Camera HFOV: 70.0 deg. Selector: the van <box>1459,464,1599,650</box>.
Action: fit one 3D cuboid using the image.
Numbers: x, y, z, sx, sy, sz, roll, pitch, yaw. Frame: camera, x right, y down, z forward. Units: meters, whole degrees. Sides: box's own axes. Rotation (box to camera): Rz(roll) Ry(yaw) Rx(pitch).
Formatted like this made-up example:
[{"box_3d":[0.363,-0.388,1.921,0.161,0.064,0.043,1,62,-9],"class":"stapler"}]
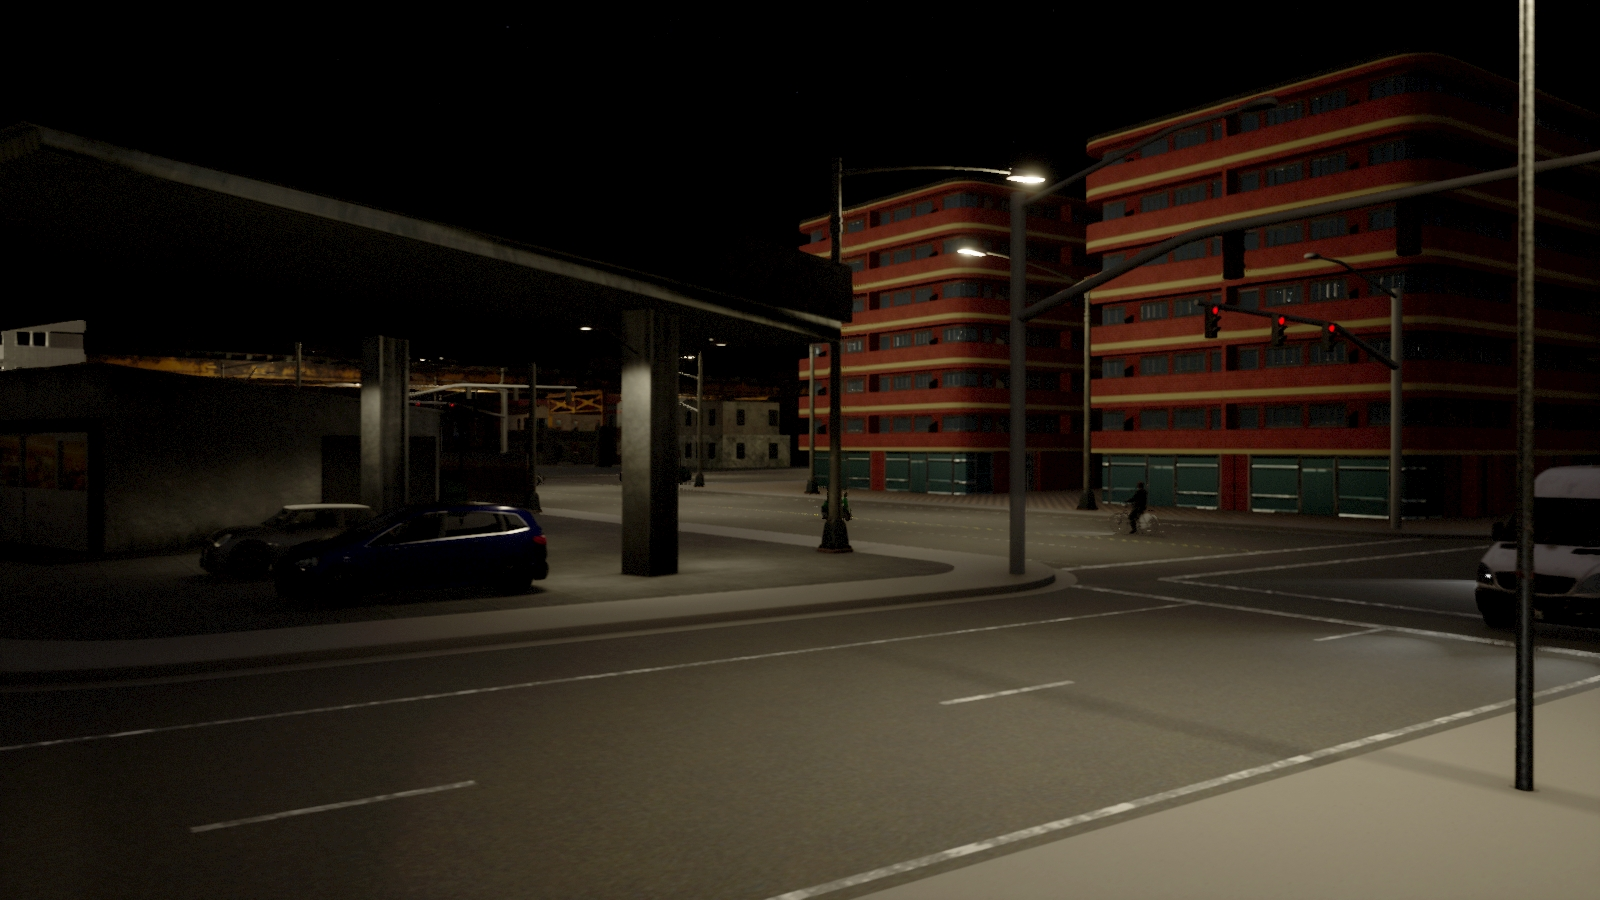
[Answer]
[{"box_3d":[13.158,1.538,18.512,5.915,2.561,1.988,0,0,-35],"class":"van"}]
